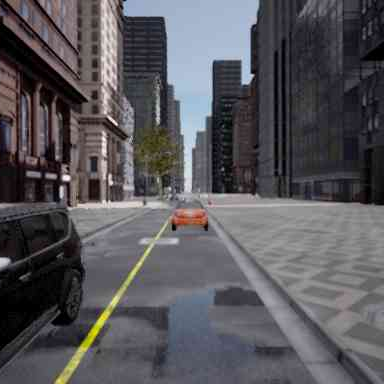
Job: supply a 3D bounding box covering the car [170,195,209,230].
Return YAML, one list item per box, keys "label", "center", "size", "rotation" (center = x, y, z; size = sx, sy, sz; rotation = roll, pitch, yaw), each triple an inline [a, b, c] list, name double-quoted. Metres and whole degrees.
- label: "car"
  center: [-0.128, 1.260, 20.422]
  size: [2.097, 1.767, 4.553]
  rotation: [0, 0, -1]

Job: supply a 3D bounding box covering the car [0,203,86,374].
- label: "car"
  center: [-3.045, 1.215, 4.111]
  size: [2.150, 2.045, 5.566]
  rotation: [0, 0, -1]

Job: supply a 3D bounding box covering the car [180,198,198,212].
- label: "car"
  center: [-0.319, 1.413, 37.527]
  size: [1.994, 1.385, 4.181]
  rotation: [0, 0, 0]

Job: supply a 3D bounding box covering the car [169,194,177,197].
- label: "car"
  center: [-3.765, 1.275, 72.441]
  size: [1.837, 1.490, 4.892]
  rotation: [0, 0, -1]
